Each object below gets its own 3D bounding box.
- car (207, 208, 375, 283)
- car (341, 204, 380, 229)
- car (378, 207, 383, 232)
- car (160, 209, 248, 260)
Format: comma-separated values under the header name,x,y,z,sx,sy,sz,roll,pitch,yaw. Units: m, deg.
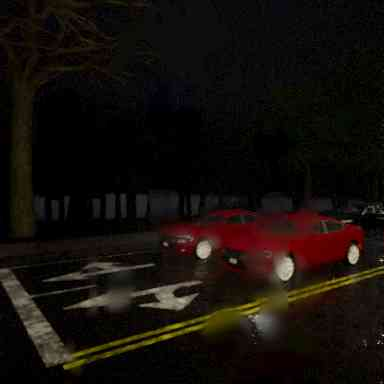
name,x,y,z,sx,sy,sz,roll,pitch,yaw
car,3.057,1.430,9.724,5.008,1.535,1.882,0,0,-35
car,8.911,1.406,17.893,4.902,1.511,2.128,0,0,-35
car,11.139,1.461,15.485,5.357,1.411,2.033,0,0,-35
car,1.172,1.429,12.372,5.008,1.535,1.882,0,0,-35
